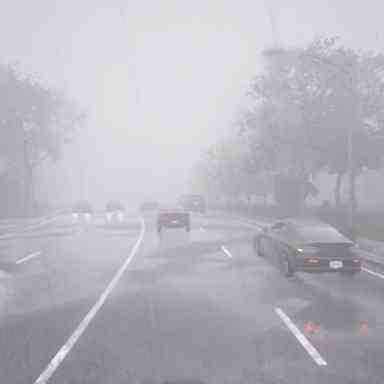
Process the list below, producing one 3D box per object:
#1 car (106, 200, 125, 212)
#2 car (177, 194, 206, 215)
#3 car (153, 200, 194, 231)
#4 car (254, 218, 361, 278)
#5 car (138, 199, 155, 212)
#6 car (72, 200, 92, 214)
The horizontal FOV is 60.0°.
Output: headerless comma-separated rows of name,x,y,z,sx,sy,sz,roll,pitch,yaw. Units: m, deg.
car,-8.922,1.576,38.502,1.994,1.385,4.181,0,0,-17
car,-0.218,1.233,33.987,2.150,2.045,5.566,0,0,-13
car,-1.269,1.483,20.556,1.882,1.535,5.008,0,0,-7
car,3.236,1.524,10.065,1.812,1.442,4.674,0,0,-3
car,-5.085,1.491,38.538,1.882,1.535,5.008,0,0,-16
car,-11.823,1.574,35.973,1.994,1.385,4.181,0,0,-17
